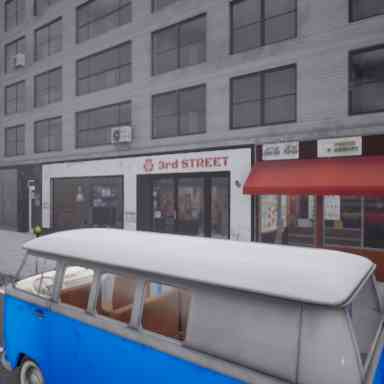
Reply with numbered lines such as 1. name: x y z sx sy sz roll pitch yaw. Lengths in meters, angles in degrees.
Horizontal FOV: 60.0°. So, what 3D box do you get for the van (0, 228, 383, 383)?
1. van: -0.270 1.341 3.269 3.998 1.788 1.690 0 0 35
